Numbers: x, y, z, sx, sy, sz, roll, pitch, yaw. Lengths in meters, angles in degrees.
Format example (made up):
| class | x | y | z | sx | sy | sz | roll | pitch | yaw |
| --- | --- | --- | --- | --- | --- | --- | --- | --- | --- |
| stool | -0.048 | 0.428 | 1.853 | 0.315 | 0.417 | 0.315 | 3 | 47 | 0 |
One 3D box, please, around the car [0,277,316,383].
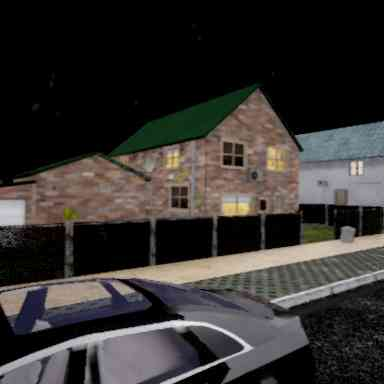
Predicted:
| class | x | y | z | sx | sy | sz | roll | pitch | yaw |
| --- | --- | --- | --- | --- | --- | --- | --- | --- | --- |
| car | -1.175 | 1.495 | 2.230 | 4.902 | 1.511 | 2.128 | 0 | 0 | -36 |
